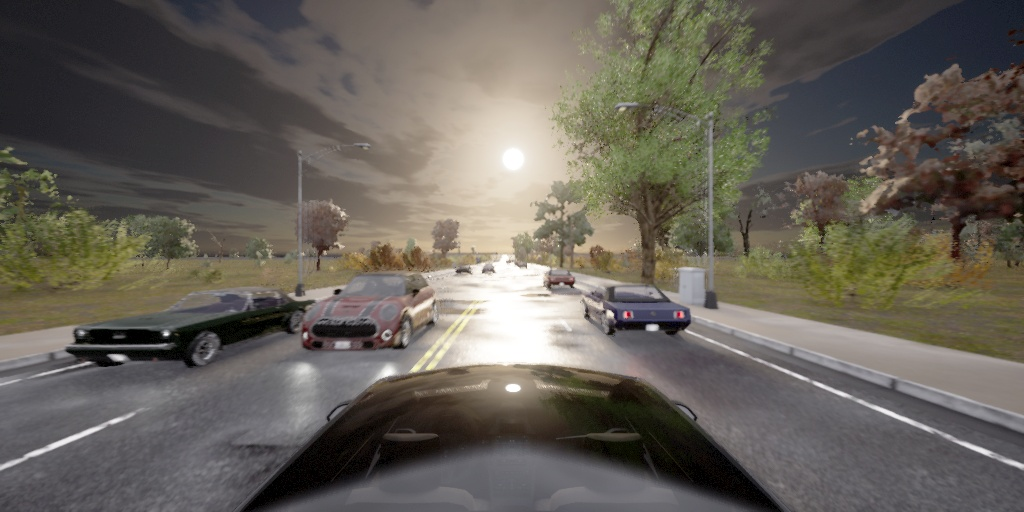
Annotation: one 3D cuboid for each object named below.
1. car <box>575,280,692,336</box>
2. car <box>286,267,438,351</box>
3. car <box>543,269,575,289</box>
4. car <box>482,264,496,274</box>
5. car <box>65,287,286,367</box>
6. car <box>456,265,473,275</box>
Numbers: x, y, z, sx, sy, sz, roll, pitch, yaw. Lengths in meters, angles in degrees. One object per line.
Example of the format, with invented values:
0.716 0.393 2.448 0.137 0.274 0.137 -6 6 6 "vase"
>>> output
3.351 1.456 10.782 1.895 1.301 4.718 0 -1 0 "car"
-3.350 1.191 9.337 2.097 1.767 4.553 0 -1 0 "car"
3.347 1.631 26.305 1.895 1.301 4.718 0 -1 0 "car"
-3.412 1.843 52.789 1.812 1.442 4.674 0 -1 0 "car"
-6.601 1.427 8.231 1.895 1.301 4.718 0 -1 0 "car"
-6.656 1.890 50.024 1.895 1.301 4.718 0 -1 0 "car"
